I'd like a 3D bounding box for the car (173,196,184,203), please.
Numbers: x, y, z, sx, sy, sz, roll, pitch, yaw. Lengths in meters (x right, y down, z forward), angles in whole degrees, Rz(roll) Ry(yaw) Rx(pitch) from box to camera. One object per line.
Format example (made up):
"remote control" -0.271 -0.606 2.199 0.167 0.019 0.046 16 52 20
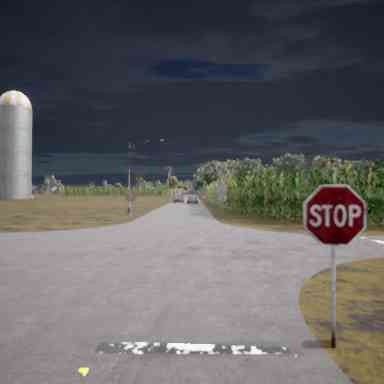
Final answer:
"car" -2.601 1.475 65.511 1.994 1.385 4.181 0 0 0

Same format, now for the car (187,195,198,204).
"car" 0.140 1.483 61.333 1.994 1.385 4.181 0 0 0

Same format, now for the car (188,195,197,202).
"car" 0.163 1.327 71.371 1.895 1.301 4.718 0 0 0
